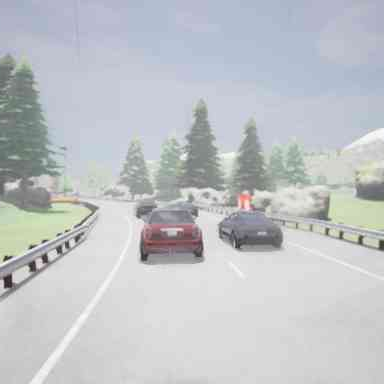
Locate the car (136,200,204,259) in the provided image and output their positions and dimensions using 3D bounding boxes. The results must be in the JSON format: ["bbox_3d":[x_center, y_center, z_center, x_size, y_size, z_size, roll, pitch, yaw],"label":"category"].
[{"bbox_3d":[-0.855,1.345,12.747,2.097,1.767,4.553,0,0,-6],"label":"car"}]

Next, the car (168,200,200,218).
[{"bbox_3d":[-0.830,1.543,30.976,1.994,1.385,4.181,0,0,-15],"label":"car"}]

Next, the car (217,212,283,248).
[{"bbox_3d":[2.421,1.547,14.709,1.994,1.385,4.181,0,0,-7],"label":"car"}]

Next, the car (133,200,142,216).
[{"bbox_3d":[-4.265,1.494,30.360,1.837,1.490,4.892,0,0,-15],"label":"car"}]

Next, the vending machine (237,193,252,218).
[{"bbox_3d":[4.639,1.162,29.413,1.100,2.100,0.880,0,0,-14],"label":"vending machine"}]
